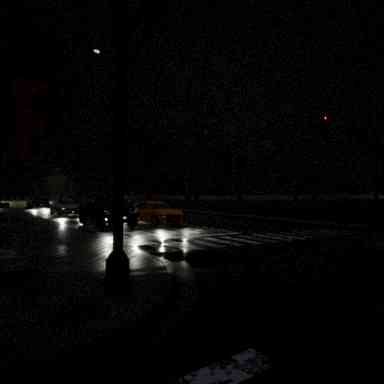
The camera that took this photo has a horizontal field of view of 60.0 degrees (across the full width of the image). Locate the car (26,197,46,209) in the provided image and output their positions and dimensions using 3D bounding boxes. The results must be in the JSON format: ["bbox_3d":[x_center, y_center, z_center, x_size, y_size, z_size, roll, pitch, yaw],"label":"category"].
[{"bbox_3d":[-17.690,1.245,38.235,1.994,1.385,4.181,1,-1,-35],"label":"car"}]

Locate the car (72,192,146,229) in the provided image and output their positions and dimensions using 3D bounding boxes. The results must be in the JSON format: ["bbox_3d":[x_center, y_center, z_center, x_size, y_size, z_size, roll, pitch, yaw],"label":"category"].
[{"bbox_3d":[-5.207,1.018,20.168,2.150,2.045,5.566,1,-1,-35],"label":"car"}]

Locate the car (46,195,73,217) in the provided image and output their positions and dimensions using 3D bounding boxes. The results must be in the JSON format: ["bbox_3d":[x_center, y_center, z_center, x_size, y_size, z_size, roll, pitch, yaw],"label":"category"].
[{"bbox_3d":[-10.636,1.271,27.994,1.812,1.442,4.674,1,0,-35],"label":"car"}]

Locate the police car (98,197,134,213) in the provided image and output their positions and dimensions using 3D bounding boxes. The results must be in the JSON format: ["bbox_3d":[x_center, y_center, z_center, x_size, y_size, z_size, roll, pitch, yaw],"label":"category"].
[{"bbox_3d":[-8.401,1.358,36.383,2.038,1.542,4.974,1,-1,-35],"label":"police car"}]

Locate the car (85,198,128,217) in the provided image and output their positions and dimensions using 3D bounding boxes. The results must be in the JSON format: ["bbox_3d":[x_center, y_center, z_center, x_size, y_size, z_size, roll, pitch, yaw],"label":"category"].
[{"bbox_3d":[-7.691,1.305,29.470,2.128,1.511,4.902,1,0,-35],"label":"car"}]

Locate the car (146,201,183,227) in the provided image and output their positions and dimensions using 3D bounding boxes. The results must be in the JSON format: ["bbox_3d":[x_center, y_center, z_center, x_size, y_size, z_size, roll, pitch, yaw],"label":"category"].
[{"bbox_3d":[-2.451,1.340,21.889,1.882,1.535,5.008,1,0,-35],"label":"car"}]
